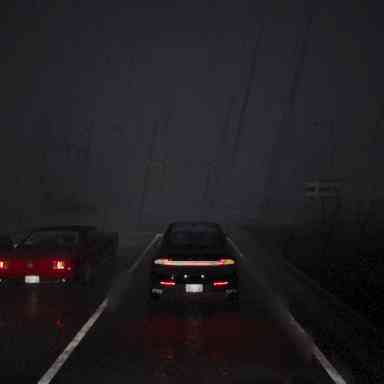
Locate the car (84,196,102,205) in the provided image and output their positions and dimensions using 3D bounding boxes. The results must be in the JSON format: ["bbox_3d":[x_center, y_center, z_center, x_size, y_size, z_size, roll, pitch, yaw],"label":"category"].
[{"bbox_3d":[-18.480,1.476,62.095,1.882,1.535,5.008,0,0,0],"label":"car"}]

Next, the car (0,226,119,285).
[{"bbox_3d":[-3.432,1.601,9.415,1.895,1.301,4.718,0,0,0],"label":"car"}]

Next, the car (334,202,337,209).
[{"bbox_3d":[19.409,1.476,39.418,5.008,1.535,1.882,0,0,-1],"label":"car"}]

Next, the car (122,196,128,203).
[{"bbox_3d":[-14.977,1.550,71.518,1.994,1.385,4.181,0,0,0],"label":"car"}]

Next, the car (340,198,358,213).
[{"bbox_3d":[19.118,1.476,35.914,5.008,1.535,1.882,0,0,-1],"label":"car"}]

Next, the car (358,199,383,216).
[{"bbox_3d":[19.456,1.491,32.417,4.902,1.511,2.128,0,0,-1],"label":"car"}]

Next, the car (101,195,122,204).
[{"bbox_3d":[-14.982,1.350,61.480,2.097,1.767,4.553,0,0,0],"label":"car"}]

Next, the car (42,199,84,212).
[{"bbox_3d":[-15.067,1.563,39.072,4.181,1.385,1.994,0,0,-1],"label":"car"}]

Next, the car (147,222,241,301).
[{"bbox_3d":[0.060,1.491,8.329,2.128,1.511,4.902,0,0,0],"label":"car"}]

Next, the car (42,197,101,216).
[{"bbox_3d":[-11.773,1.476,32.105,5.008,1.535,1.882,0,0,-1],"label":"car"}]

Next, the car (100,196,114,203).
[{"bbox_3d":[-18.477,1.522,72.196,1.812,1.442,4.674,0,0,0],"label":"car"}]
